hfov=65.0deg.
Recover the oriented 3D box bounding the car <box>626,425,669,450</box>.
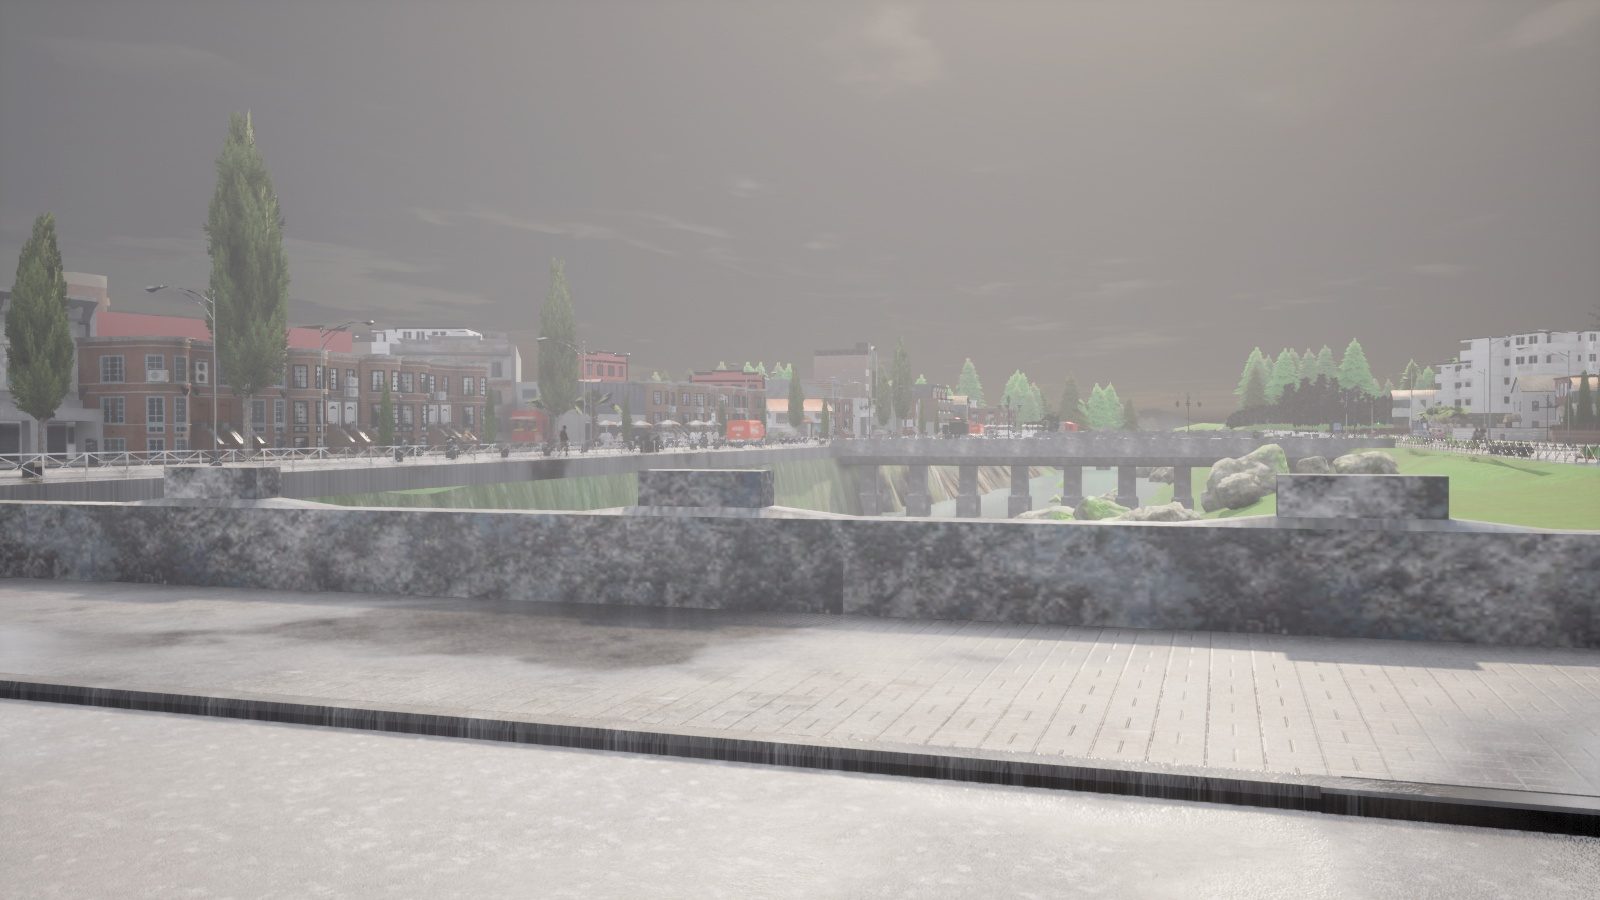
[{"bbox_3d":[-11.961,-1.001,98.571,1.905,1.878,3.866,1,1,19],"label":"car"}]

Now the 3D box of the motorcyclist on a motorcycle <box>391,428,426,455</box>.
[{"bbox_3d":[-23.715,-0.531,76.144,0.766,1.649,2.350,1,1,19],"label":"motorcyclist on a motorcycle"}]

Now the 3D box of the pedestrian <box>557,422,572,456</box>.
[{"bbox_3d":[-12.978,-0.621,69.269,0.431,1.840,0.703,1,1,29],"label":"pedestrian"}]
